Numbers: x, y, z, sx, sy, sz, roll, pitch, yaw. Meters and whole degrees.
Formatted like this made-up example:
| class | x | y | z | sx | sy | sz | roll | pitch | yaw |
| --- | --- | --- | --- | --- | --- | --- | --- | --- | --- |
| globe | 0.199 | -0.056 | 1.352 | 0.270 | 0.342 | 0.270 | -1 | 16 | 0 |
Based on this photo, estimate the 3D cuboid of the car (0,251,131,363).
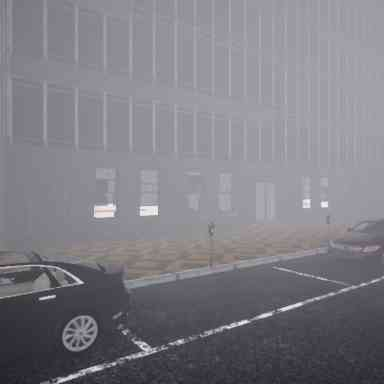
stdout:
| class | x | y | z | sx | sy | sz | roll | pitch | yaw |
| --- | --- | --- | --- | --- | --- | --- | --- | --- | --- |
| car | -2.993 | 1.551 | 4.424 | 4.403 | 1.369 | 2.008 | 0 | 0 | -36 |

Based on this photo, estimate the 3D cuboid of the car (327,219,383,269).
| class | x | y | z | sx | sy | sz | roll | pitch | yaw |
| --- | --- | --- | --- | --- | --- | --- | --- | --- | --- |
| car | 6.259 | 1.582 | 11.057 | 4.206 | 1.307 | 1.802 | 0 | 0 | -36 |
